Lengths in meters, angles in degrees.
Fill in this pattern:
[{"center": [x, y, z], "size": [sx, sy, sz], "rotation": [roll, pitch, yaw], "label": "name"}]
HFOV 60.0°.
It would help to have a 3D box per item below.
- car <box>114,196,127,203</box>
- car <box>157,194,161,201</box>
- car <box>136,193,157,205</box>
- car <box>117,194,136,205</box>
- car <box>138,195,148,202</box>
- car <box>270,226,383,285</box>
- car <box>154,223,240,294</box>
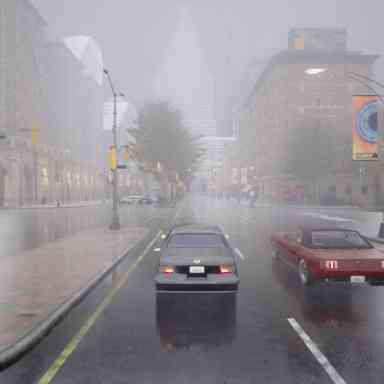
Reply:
[{"center": [-14.822, 1.595, 69.185], "size": [1.895, 1.301, 4.718], "rotation": [0, 0, 0], "label": "car"}, {"center": [-8.072, 1.526, 68.976], "size": [1.812, 1.442, 4.674], "rotation": [0, 0, 0], "label": "car"}, {"center": [-8.119, 1.491, 59.208], "size": [2.128, 1.511, 4.902], "rotation": [0, 0, 0], "label": "car"}, {"center": [-11.618, 1.526, 58.918], "size": [1.812, 1.442, 4.674], "rotation": [0, 0, 0], "label": "car"}, {"center": [-11.583, 1.524, 79.198], "size": [1.812, 1.442, 4.674], "rotation": [0, 0, 0], "label": "car"}, {"center": [3.591, 1.601, 9.421], "size": [1.895, 1.301, 4.718], "rotation": [0, 0, 0], "label": "car"}, {"center": [0.092, 1.547, 8.938], "size": [2.033, 1.411, 5.357], "rotation": [0, 0, 0], "label": "car"}]
